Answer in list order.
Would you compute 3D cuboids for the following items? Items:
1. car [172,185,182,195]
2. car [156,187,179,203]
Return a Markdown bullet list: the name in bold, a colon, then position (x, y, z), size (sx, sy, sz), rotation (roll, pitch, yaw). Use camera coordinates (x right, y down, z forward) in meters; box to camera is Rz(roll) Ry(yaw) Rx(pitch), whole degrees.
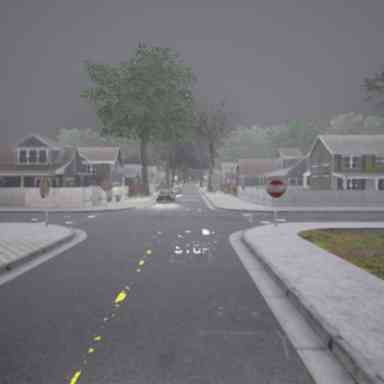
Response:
- **car**: position (-2.667, -0.342, 56.359), size (2.128, 1.511, 4.902), rotation (0, 2, 0)
- **car**: position (-2.698, 0.455, 35.250), size (1.895, 1.301, 4.718), rotation (0, 2, 0)
